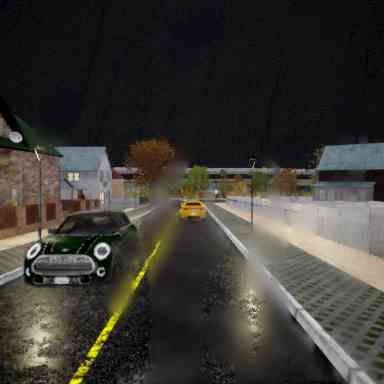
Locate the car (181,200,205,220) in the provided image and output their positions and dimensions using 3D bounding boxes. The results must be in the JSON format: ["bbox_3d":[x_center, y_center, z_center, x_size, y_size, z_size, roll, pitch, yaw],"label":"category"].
[{"bbox_3d":[0.099,1.469,27.872,1.882,1.535,5.008,0,0,0],"label":"car"}]

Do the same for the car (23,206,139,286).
[{"bbox_3d":[-2.850,1.347,9.522,2.097,1.767,4.553,0,0,0],"label":"car"}]

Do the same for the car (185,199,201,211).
[{"bbox_3d":[0.098,1.599,42.033,1.895,1.301,4.718,0,0,0],"label":"car"}]
